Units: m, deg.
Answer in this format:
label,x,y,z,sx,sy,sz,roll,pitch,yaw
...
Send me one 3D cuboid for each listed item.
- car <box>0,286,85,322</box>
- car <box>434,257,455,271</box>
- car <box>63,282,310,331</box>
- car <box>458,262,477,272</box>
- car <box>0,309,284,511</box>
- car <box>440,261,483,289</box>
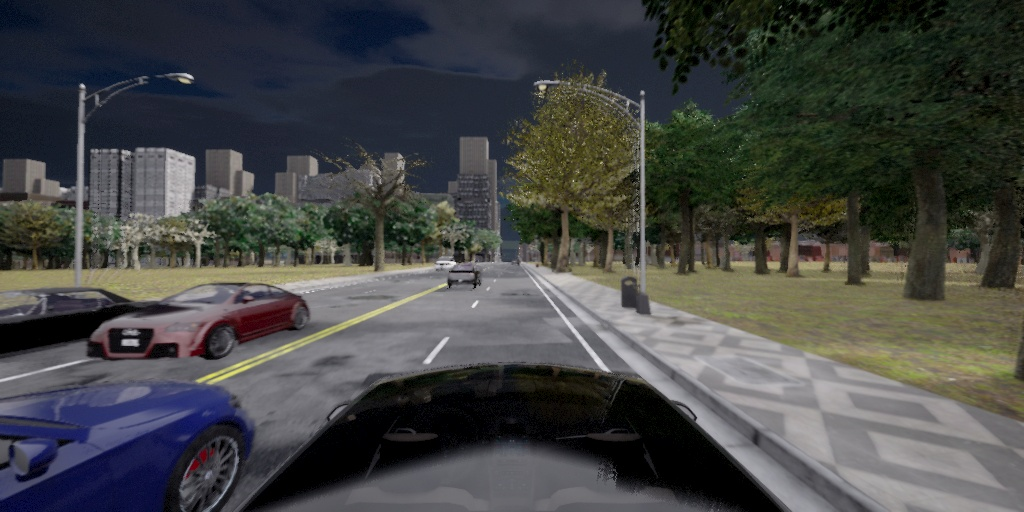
label,x,y,z,sx,sy,sz,roll,pitch,yaw
car,-9.823,1.331,7.164,1.895,1.301,4.718,0,0,0
car,-9.432,1.098,51.033,2.150,2.045,5.566,0,0,1
car,-6.565,1.303,8.172,1.994,1.385,4.181,0,0,0
car,-6.194,1.484,50.441,1.895,1.301,4.718,0,0,1
car,-3.164,1.268,1.160,1.812,1.442,4.674,0,0,0
car,-2.992,1.269,23.424,2.128,1.511,4.902,0,0,0
